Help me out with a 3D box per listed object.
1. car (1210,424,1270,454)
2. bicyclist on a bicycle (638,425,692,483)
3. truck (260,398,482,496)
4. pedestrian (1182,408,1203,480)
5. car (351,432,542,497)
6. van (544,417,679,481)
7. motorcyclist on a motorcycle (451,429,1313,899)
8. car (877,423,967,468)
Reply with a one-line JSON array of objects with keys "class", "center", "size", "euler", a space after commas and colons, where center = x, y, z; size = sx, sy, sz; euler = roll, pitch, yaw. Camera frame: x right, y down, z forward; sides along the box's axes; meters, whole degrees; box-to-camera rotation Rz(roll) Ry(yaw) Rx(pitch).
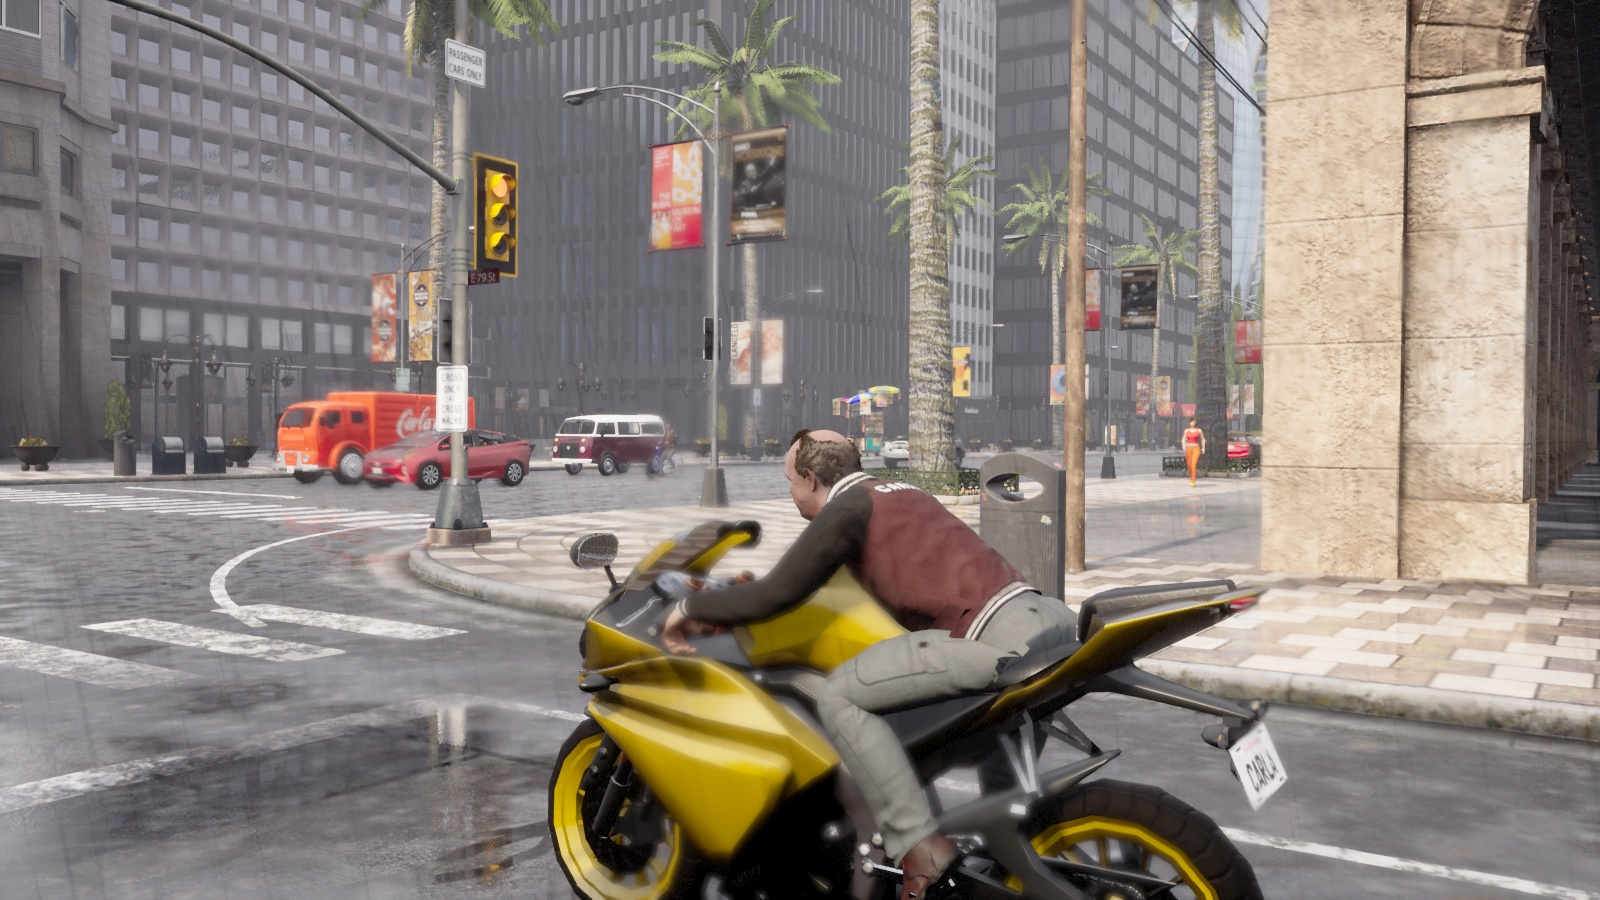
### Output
[{"class": "car", "center": [25.230, -0.634, 71.889], "size": [2.242, 1.667, 4.611], "euler": [0, 1, 33]}, {"class": "bicyclist on a bicycle", "center": [-4.243, 0.101, 39.534], "size": [0.659, 1.776, 1.843], "euler": [0, 1, 33]}, {"class": "truck", "center": [-11.689, -0.122, 34.589], "size": [2.627, 2.467, 5.204], "euler": [0, 1, 35]}, {"class": "pedestrian", "center": [10.114, -0.145, 32.353], "size": [0.345, 1.836, 0.594], "euler": [0, 1, 33]}, {"class": "car", "center": [-8.995, 0.318, 32.343], "size": [2.007, 1.525, 4.514], "euler": [0, 1, 33]}, {"class": "van", "center": [-6.340, -0.071, 42.710], "size": [2.069, 2.038, 4.480], "euler": [0, 1, 33]}, {"class": "motorcyclist on a motorcycle", "center": [0.146, 0.718, 3.421], "size": [2.191, 1.530, 0.866], "euler": [0, 1, 33]}, {"class": "car", "center": [5.281, -0.236, 53.924], "size": [1.932, 1.855, 4.605], "euler": [0, 1, 33]}]
